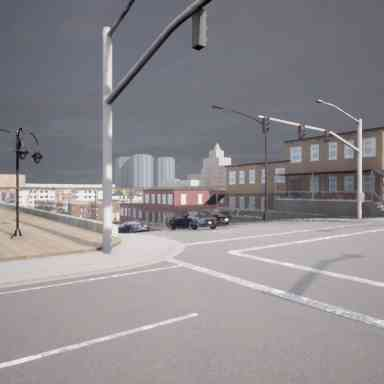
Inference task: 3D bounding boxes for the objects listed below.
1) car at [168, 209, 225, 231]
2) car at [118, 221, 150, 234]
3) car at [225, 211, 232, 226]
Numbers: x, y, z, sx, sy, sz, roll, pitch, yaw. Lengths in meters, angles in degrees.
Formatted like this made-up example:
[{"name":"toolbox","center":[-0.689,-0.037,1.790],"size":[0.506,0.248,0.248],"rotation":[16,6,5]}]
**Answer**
[{"name":"car","center":[0.031,2.054,24.150],"size":[1.994,1.385,4.181],"rotation":[0,-4,-36]},{"name":"car","center":[-5.836,3.505,32.125],"size":[1.812,1.442,4.674],"rotation":[0,-12,-37]},{"name":"car","center":[1.339,2.275,28.614],"size":[1.837,1.490,4.892],"rotation":[0,-7,-36]}]
